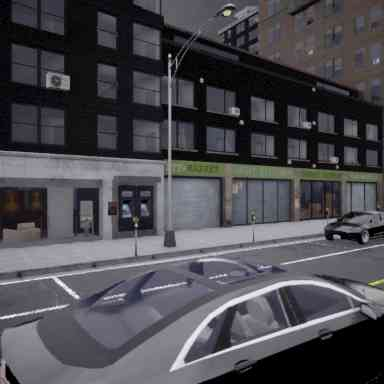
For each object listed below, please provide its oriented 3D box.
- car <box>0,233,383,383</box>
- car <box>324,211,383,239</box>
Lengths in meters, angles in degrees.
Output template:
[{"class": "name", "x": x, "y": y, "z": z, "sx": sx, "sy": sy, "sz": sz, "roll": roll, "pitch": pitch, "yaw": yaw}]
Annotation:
[{"class": "car", "x": 0.628, "y": 1.491, "z": 3.607, "sx": 4.902, "sy": 1.511, "sz": 2.128, "roll": 0, "pitch": 0, "yaw": -36}, {"class": "car", "x": 8.036, "y": 1.566, "z": 15.630, "sx": 4.313, "sy": 1.339, "sz": 1.947, "roll": 0, "pitch": 0, "yaw": -36}]
